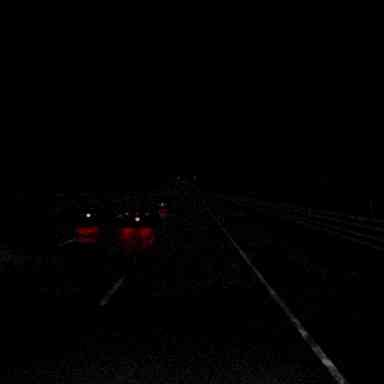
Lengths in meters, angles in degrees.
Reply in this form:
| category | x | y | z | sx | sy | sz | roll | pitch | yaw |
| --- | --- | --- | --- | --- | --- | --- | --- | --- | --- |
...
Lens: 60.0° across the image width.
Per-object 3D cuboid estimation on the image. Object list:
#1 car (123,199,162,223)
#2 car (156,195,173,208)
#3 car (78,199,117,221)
| category | x | y | z | sx | sy | sz | roll | pitch | yaw |
| --- | --- | --- | --- | --- | --- | --- | --- | --- | --- |
| car | -3.397 | 1.395 | 22.963 | 1.895 | 1.301 | 4.718 | 0 | 1 | 0 |
| car | -3.394 | 1.141 | 40.419 | 1.837 | 1.490 | 4.892 | 0 | 1 | 0 |
| car | -6.897 | 1.284 | 24.568 | 1.837 | 1.490 | 4.892 | 0 | 0 | 0 |
